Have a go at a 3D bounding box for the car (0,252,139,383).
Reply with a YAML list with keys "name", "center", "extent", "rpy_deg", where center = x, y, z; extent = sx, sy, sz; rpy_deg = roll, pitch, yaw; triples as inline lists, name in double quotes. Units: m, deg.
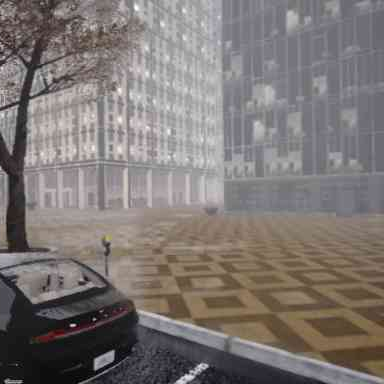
- name: "car"
  center: [-2.713, 1.561, 4.820]
  extent: [4.403, 1.369, 2.008]
  rpy_deg: [0, -1, 35]
